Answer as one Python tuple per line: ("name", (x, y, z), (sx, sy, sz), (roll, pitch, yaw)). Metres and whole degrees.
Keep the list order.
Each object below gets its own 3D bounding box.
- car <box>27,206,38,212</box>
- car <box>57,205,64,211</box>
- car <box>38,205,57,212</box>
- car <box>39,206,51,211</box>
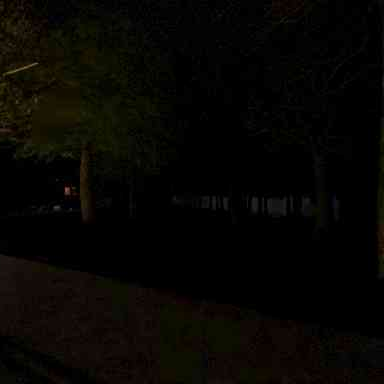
("car", (-36.705, 3.910, 77.083), (1.837, 1.490, 4.892), (0, -2, -9))
("car", (-35.149, 4.236, 87.523), (2.128, 1.511, 4.902), (0, -2, -9))
("car", (-33.436, 3.884, 77.240), (1.837, 1.490, 4.892), (0, -2, -9))
("car", (-38.355, 4.273, 86.988), (1.994, 1.385, 4.181), (0, -2, -9))
